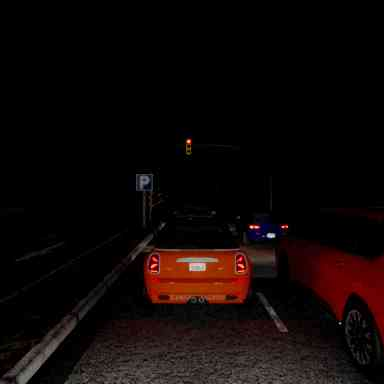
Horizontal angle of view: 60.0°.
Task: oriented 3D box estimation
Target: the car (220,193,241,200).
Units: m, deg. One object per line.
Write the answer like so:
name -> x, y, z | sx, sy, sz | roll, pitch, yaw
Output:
car -> 9.294, 1.122, 80.629 | 4.553, 1.767, 2.185 | 1, 0, -12

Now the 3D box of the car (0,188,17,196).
car -> -28.268, 0.132, 51.156 | 2.002, 1.452, 4.674 | 6, -3, -20

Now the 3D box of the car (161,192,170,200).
car -> -8.624, 1.350, 84.262 | 4.674, 1.452, 2.002 | -1, 0, -12

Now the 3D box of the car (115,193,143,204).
car -> -11.566, 1.353, 60.322 | 4.792, 1.488, 2.163 | -1, 0, -15

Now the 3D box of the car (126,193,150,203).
car -> -10.840, 1.190, 66.268 | 4.553, 1.767, 2.185 | -1, 0, -14

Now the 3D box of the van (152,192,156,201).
van -> -10.381, 1.087, 69.309 | 4.442, 1.987, 1.878 | -1, 0, -14

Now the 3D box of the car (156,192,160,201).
car -> -10.159, 1.315, 72.280 | 4.892, 1.521, 2.231 | -1, 0, -14

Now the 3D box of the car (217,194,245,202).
car -> 8.063, 1.258, 68.920 | 5.366, 1.575, 1.946 | 1, 0, -13

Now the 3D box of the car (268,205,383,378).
car -> 3.099, 1.229, 5.688 | 2.150, 2.045, 5.566 | 0, 0, -1

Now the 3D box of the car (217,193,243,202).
car -> 7.533, 1.136, 65.925 | 4.553, 1.767, 2.185 | 1, 0, -14

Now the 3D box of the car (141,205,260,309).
car -> 0.101, 1.363, 8.077 | 2.097, 1.767, 4.553 | 0, 0, 0

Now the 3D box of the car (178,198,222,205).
car -> 0.142, 1.377, 16.723 | 2.097, 1.767, 4.553 | 0, 0, 0

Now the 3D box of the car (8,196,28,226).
car -> -13.671, 1.400, 22.511 | 4.553, 1.767, 2.185 | -1, 0, -19

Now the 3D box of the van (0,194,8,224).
van -> -13.641, 1.294, 19.534 | 4.442, 1.987, 1.878 | -1, 0, -20

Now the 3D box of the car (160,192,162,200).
car -> -9.793, 1.353, 75.276 | 4.674, 1.452, 2.002 | -1, 0, -13

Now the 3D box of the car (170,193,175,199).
car -> -8.180, 1.057, 87.269 | 5.566, 2.045, 2.435 | -1, 0, -12

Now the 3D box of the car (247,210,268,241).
car -> 3.131, 1.548, 15.382 | 1.812, 1.442, 4.674 | 0, 0, 0

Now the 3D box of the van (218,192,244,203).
van -> 7.156, 1.037, 62.955 | 4.442, 1.987, 1.878 | 1, 0, -14

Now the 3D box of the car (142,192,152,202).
car -> -10.928, 1.309, 63.315 | 5.366, 1.575, 1.946 | -1, 0, -15
